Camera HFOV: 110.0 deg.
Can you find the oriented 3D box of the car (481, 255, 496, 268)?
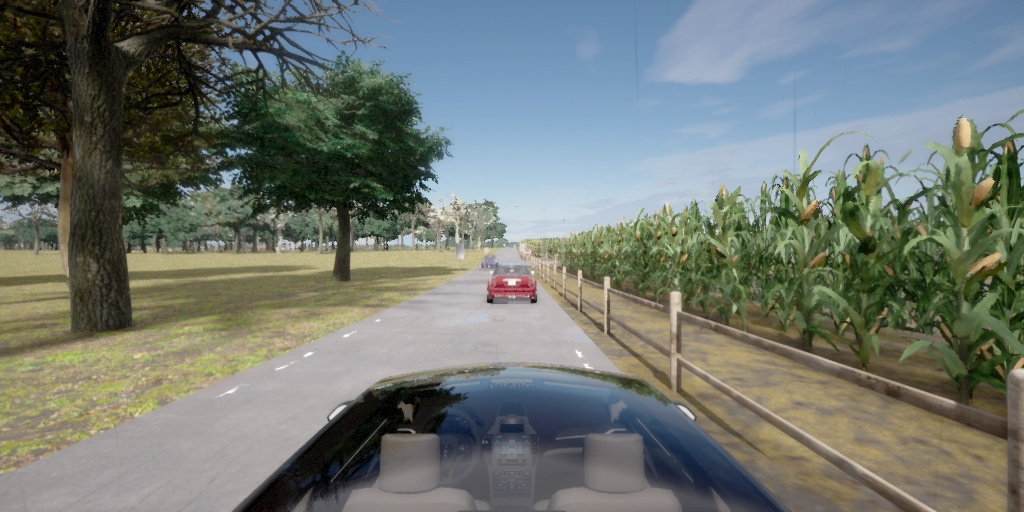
[{"bbox_3d":[-2.749,0.643,45.510,2.097,1.767,4.553,0,2,0],"label":"car"}]

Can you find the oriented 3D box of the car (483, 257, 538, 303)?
[{"bbox_3d":[0.001,1.086,16.469,2.097,1.767,4.553,0,0,0],"label":"car"}]
